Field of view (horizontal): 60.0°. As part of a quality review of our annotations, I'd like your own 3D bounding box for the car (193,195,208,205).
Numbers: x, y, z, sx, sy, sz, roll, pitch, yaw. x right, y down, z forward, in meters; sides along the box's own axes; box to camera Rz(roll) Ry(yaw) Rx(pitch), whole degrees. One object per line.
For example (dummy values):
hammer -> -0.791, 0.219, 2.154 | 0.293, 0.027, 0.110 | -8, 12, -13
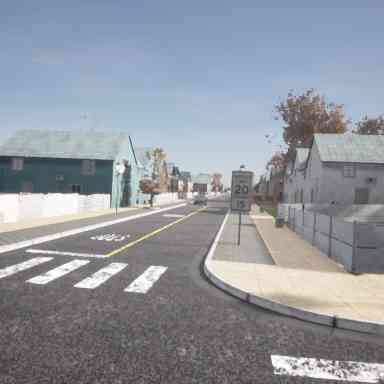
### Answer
car -> 1.374, 1.198, 50.750 | 1.837, 1.490, 4.892 | 3, 1, 8
